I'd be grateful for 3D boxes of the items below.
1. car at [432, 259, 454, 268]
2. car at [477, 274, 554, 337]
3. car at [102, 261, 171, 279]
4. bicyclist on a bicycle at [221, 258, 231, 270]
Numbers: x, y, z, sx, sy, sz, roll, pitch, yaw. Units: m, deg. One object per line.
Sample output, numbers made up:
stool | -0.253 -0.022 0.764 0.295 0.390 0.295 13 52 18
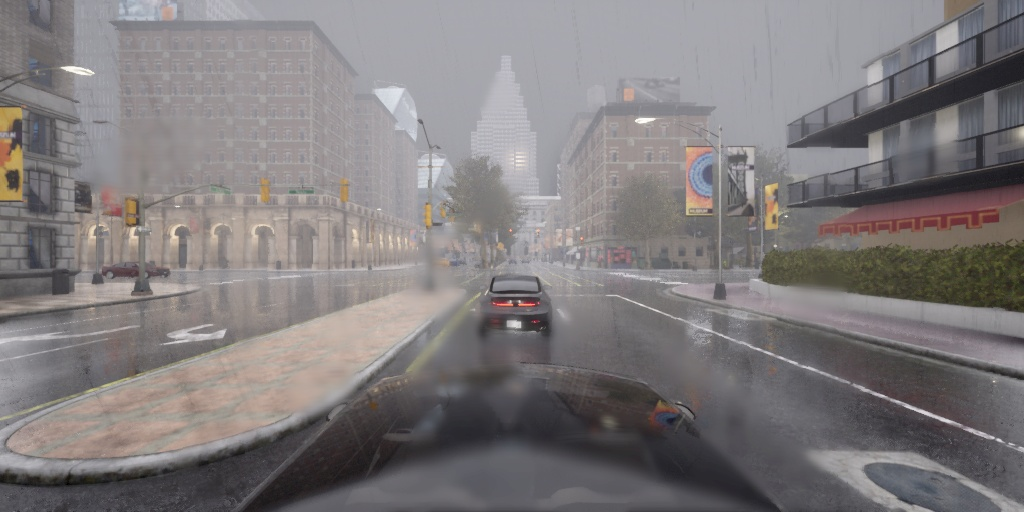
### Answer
car | -11.450 1.228 59.578 1.882 1.535 5.008 0 0 0
car | 0.095 1.255 10.248 1.837 1.490 4.892 0 0 0
car | -33.654 1.228 32.203 5.008 1.535 1.882 0 0 0
bicyclist on a bicycle | -37.204 1.050 46.660 0.582 1.620 1.656 0 0 0
